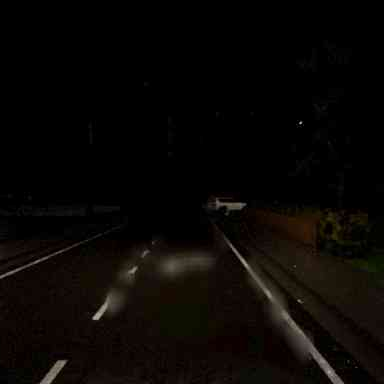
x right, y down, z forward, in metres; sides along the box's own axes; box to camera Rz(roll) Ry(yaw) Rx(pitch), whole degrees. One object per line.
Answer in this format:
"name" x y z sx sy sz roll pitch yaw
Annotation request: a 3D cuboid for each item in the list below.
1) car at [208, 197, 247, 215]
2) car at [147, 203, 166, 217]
"car" 4.638 1.702 40.929 5.566 2.045 2.150 -1 -2 -23
"car" -4.192 2.036 38.846 1.882 1.535 5.008 0 -1 -12
